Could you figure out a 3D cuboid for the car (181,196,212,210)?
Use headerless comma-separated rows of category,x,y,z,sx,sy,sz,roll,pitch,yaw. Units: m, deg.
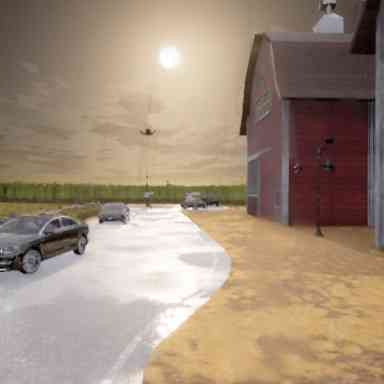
car,0.316,1.612,44.987,1.837,1.490,4.892,0,0,32

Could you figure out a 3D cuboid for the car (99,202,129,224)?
car,-5.763,1.535,24.870,1.837,1.490,4.892,0,0,-6

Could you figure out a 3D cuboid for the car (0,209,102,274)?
car,-5.063,1.506,10.778,2.128,1.511,4.902,0,0,8

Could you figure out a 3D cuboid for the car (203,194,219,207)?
car,2.692,1.361,54.833,2.150,2.045,5.566,0,0,-15
